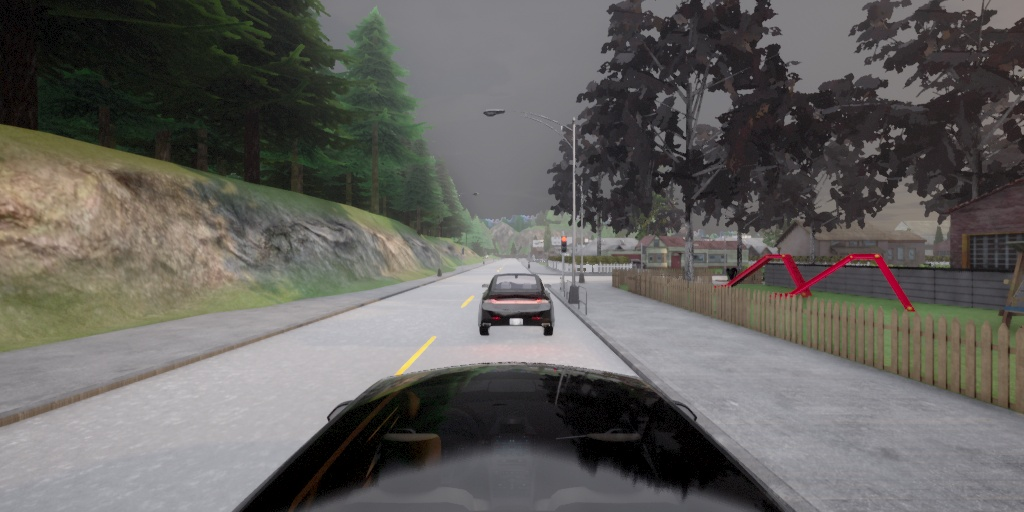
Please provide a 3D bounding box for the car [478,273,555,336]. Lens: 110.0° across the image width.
[{"bbox_3d":[0.125,1.241,10.364,2.128,1.511,4.902,0,0,1],"label":"car"}]
